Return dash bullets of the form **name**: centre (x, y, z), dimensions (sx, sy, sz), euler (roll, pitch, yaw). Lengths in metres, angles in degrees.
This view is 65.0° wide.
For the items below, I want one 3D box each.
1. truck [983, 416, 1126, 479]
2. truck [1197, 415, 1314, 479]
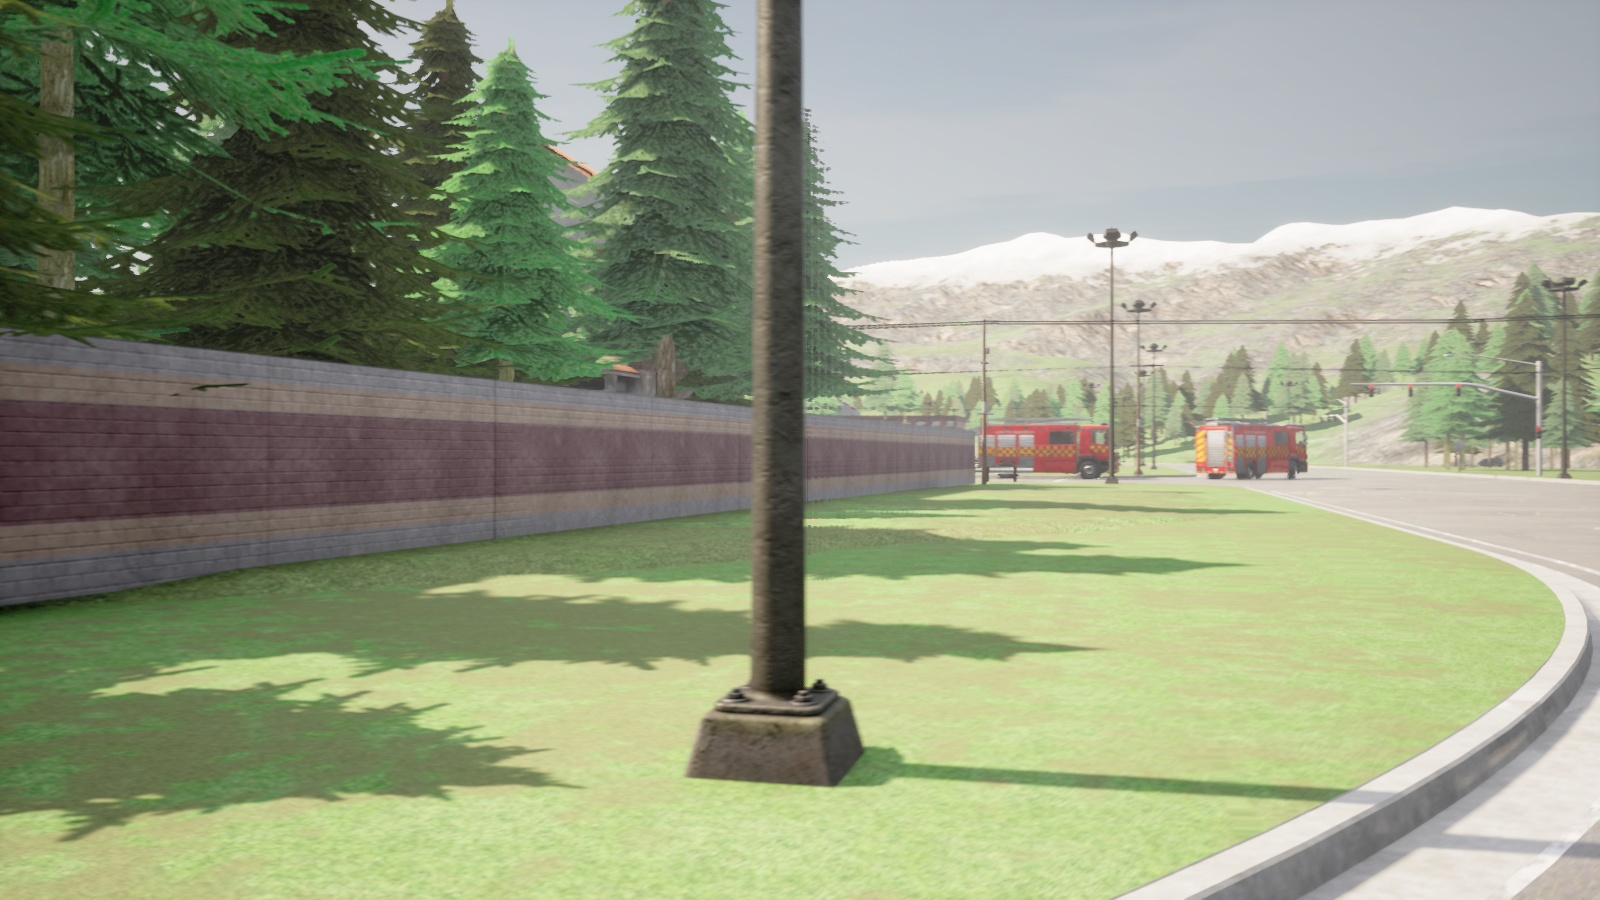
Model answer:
- **truck**: centre (15.933, -0.154, 78.478), dimensions (8.468, 3.827, 2.891), euler (0, 0, 18)
- **truck**: centre (28.969, -0.181, 79.679), dimensions (8.468, 3.827, 2.891), euler (0, 0, -38)
